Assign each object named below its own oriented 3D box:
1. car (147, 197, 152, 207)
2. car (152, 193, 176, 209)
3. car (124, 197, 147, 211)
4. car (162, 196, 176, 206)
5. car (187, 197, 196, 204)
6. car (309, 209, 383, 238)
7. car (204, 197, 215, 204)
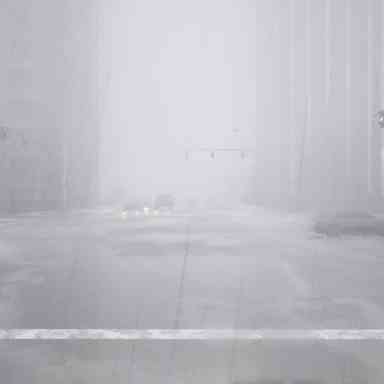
[{"bbox_3d":[-7.152,1.490,50.696,2.128,1.511,4.902,0,0,0],"label":"car"},{"bbox_3d":[-3.655,1.220,44.304,2.150,2.045,5.566,0,0,0],"label":"car"},{"bbox_3d":[-7.151,1.476,41.209,1.882,1.535,5.008,0,0,0],"label":"car"},{"bbox_3d":[-3.649,1.476,54.300,1.882,1.535,5.008,0,0,0],"label":"car"},{"bbox_3d":[-0.083,1.599,65.498,1.895,1.301,4.718,0,0,0],"label":"car"},{"bbox_3d":[8.227,1.563,16.987,4.181,1.385,1.994,0,0,-1],"label":"car"},{"bbox_3d":[3.417,1.599,64.963,1.895,1.301,4.718,0,0,0],"label":"car"}]
